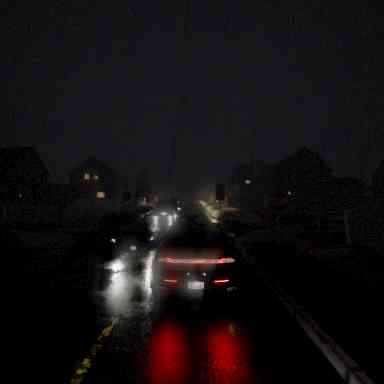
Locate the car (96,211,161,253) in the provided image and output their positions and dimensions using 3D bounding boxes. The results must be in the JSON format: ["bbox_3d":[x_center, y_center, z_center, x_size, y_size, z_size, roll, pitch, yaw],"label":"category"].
[{"bbox_3d":[-2.982,1.554,14.152,2.033,1.411,5.357,0,1,-21],"label":"car"}]

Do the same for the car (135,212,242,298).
[{"bbox_3d":[0.129,1.503,8.523,2.128,1.511,4.902,0,0,1],"label":"car"}]

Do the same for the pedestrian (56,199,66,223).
[{"bbox_3d":[-9.847,1.407,24.850,0.375,1.860,0.375,0,-3,-1],"label":"pedestrian"}]

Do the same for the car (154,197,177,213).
[{"bbox_3d":[-2.907,1.616,35.229,1.812,1.442,4.674,0,0,0],"label":"car"}]

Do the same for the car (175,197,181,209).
[{"bbox_3d":[-2.902,1.734,45.303,1.895,1.301,4.718,0,0,0],"label":"car"}]
